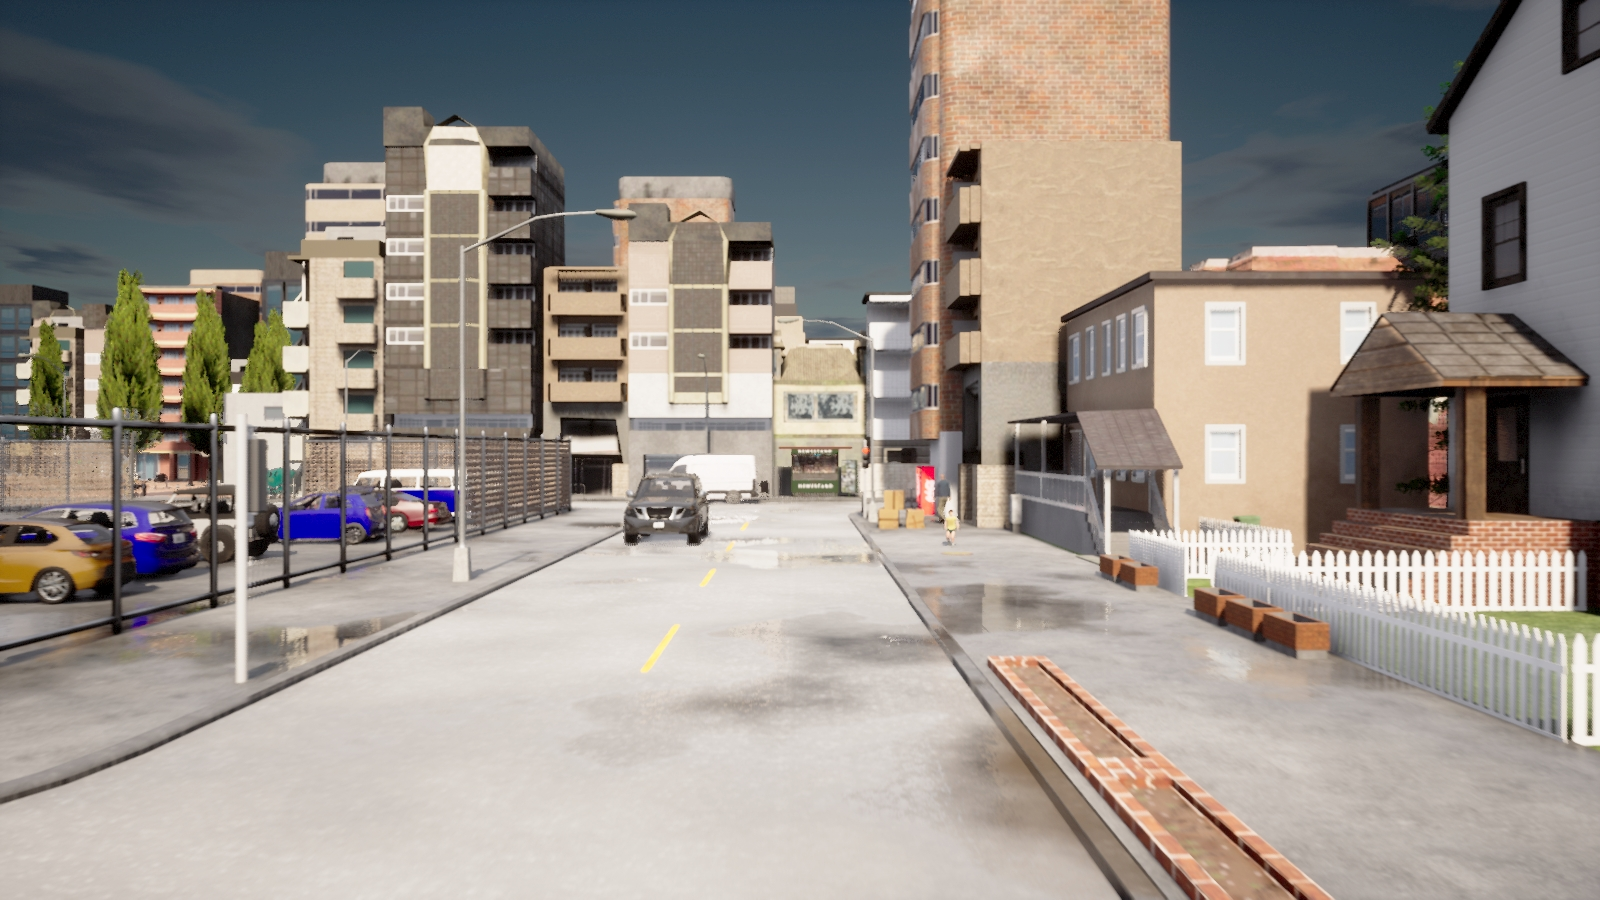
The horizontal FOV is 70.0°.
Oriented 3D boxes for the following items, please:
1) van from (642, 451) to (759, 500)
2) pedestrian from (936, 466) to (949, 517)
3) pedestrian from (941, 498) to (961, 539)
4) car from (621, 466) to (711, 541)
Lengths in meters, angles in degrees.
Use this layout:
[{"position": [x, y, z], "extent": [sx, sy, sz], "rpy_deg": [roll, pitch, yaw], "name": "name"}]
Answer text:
[{"position": [-5.164, 1.315, 59.906], "extent": [5.915, 2.561, 1.988], "rpy_deg": [0, 0, 0], "name": "van"}, {"position": [5.214, 1.517, 41.823], "extent": [0.375, 1.860, 0.375], "rpy_deg": [0, 0, -8], "name": "pedestrian"}, {"position": [4.208, 1.905, 31.803], "extent": [0.500, 1.100, 0.500], "rpy_deg": [0, 0, 12], "name": "pedestrian"}, {"position": [-4.025, 1.560, 35.281], "extent": [2.150, 2.045, 5.566], "rpy_deg": [0, 0, 0], "name": "car"}]
